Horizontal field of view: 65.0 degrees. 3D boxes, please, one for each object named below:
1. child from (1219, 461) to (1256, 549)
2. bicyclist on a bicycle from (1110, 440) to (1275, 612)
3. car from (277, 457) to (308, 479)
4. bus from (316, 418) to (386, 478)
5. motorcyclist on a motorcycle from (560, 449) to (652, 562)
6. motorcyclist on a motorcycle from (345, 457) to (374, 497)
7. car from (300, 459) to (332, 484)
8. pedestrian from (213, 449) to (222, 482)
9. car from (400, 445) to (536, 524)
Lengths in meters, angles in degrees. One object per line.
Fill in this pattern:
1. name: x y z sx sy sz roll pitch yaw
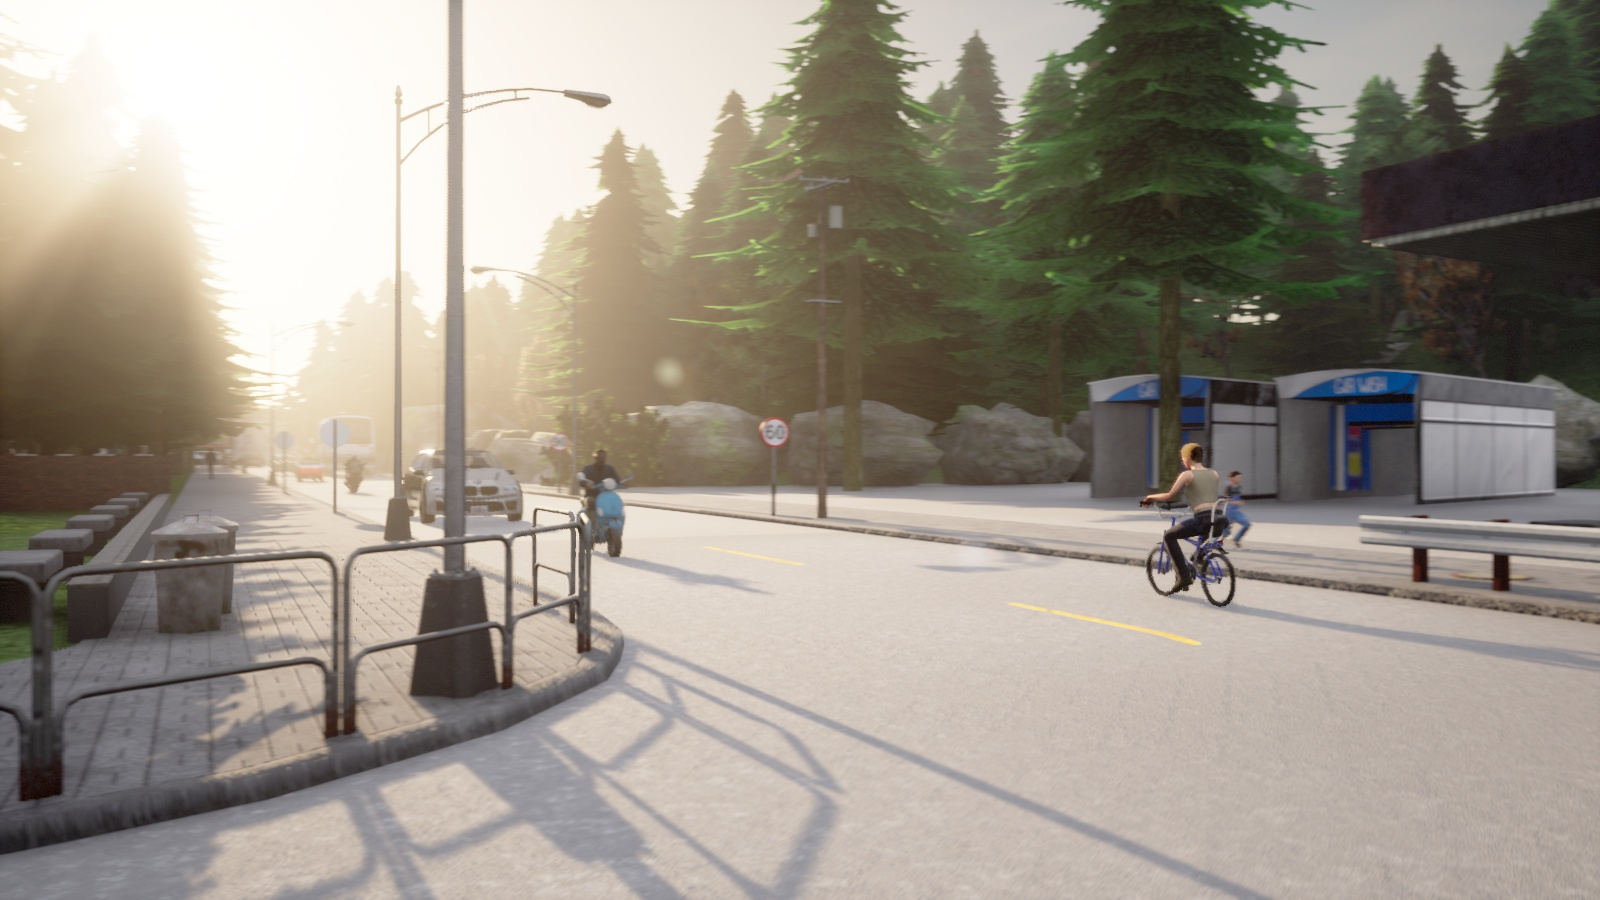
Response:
1. child: 6.360 0.786 18.265 0.270 1.263 0.437 0 0 -28
2. bicyclist on a bicycle: 3.937 0.720 12.718 0.866 1.612 1.509 -2 0 -17
3. car: -36.672 1.274 90.716 1.837 1.490 4.892 0 0 -25
4. bus: -33.442 -0.110 93.248 3.944 4.253 10.273 0 0 -25
5. motorcyclist on a motorcycle: -2.896 0.788 18.636 0.866 1.590 1.817 0 0 -25
6. motorcyclist on a motorcycle: -17.305 1.054 49.327 0.866 1.530 2.191 0 0 -25
7. car: -27.071 1.200 70.194 1.481 1.376 2.207 0 0 -25
8. pedestrian: -33.022 0.882 71.206 0.370 1.835 0.726 0 0 -16
9. car: -7.737 0.741 28.945 2.242 1.667 4.611 0 0 -25
